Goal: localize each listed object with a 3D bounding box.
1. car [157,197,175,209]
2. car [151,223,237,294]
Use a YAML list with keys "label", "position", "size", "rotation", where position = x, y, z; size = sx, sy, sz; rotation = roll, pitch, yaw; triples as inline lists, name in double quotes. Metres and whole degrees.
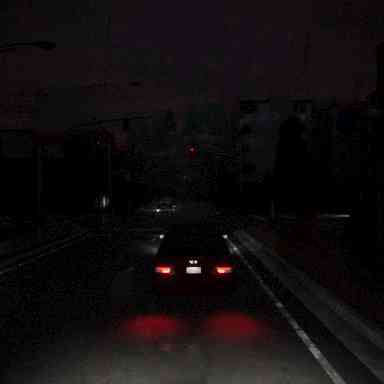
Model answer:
- label: "car"
  position: [-3.712, 1.526, 46.013]
  size: [1.812, 1.442, 4.674]
  rotation: [0, 0, 0]
- label: "car"
  position: [0.038, 1.547, 8.901]
  size: [2.033, 1.411, 5.357]
  rotation: [0, 0, 0]
